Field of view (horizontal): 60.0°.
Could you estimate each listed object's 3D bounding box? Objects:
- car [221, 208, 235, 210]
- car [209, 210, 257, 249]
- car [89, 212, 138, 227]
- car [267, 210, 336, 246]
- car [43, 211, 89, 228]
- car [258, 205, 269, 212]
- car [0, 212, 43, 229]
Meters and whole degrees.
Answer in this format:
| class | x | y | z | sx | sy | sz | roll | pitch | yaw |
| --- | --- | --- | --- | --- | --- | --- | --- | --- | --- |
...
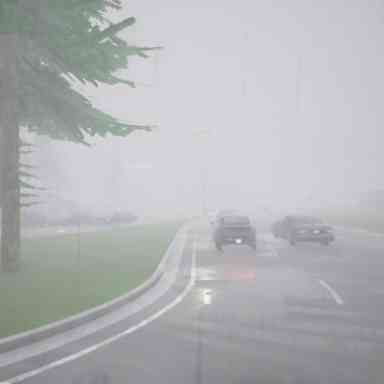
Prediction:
| class | x | y | z | sx | sy | sz | roll | pitch | yaw |
| --- | --- | --- | --- | --- | --- | --- | --- | --- | --- |
| car | 4.126 | 2.484 | 37.725 | 1.895 | 1.301 | 4.718 | -1 | -1 | 12 |
| car | 2.019 | 1.896 | 16.626 | 1.837 | 1.490 | 4.892 | -1 | -1 | 1 |
| car | -7.105 | 2.524 | 31.238 | 1.895 | 1.301 | 4.718 | -2 | -1 | 25 |
| car | 5.578 | 1.894 | 17.378 | 2.033 | 1.411 | 5.357 | -1 | -1 | 0 |
| car | -11.122 | 2.518 | 31.068 | 1.812 | 1.442 | 4.674 | -2 | -2 | 26 |
| car | 12.578 | 2.845 | 58.199 | 1.895 | 1.301 | 4.718 | -1 | -2 | 14 |
| car | -15.454 | 2.578 | 30.312 | 1.812 | 1.442 | 4.674 | -2 | -1 | 29 |
